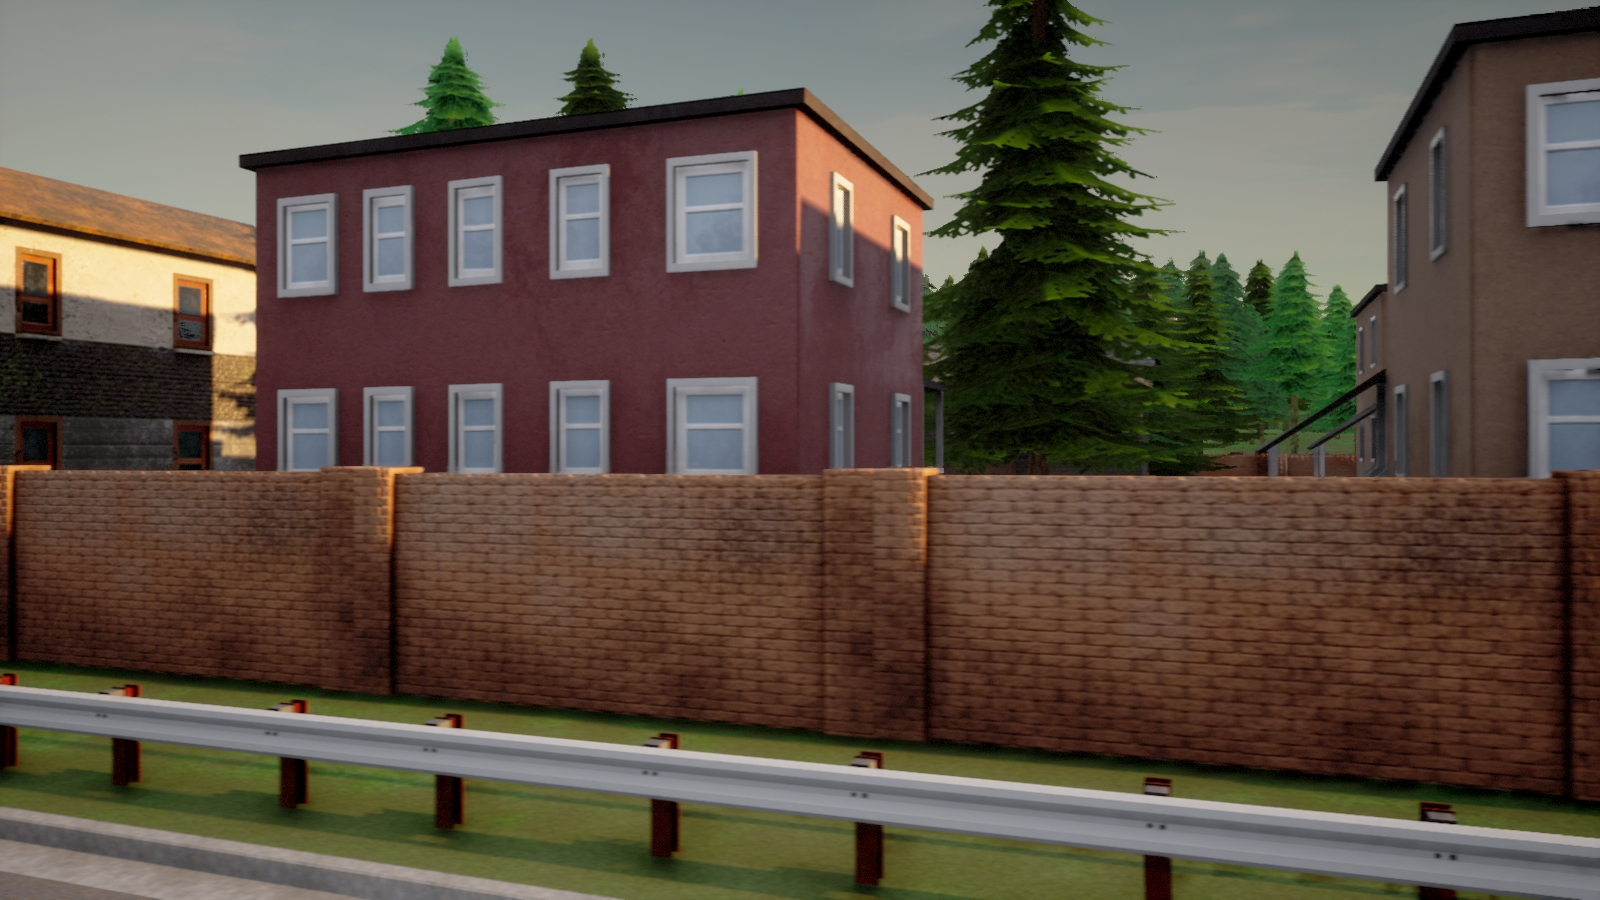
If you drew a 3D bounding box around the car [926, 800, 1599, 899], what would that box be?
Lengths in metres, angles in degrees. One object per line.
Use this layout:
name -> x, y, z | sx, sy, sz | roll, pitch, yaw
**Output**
car -> 2.462, 2.037, 2.416 | 4.514, 1.525, 2.007 | 0, 0, 20
